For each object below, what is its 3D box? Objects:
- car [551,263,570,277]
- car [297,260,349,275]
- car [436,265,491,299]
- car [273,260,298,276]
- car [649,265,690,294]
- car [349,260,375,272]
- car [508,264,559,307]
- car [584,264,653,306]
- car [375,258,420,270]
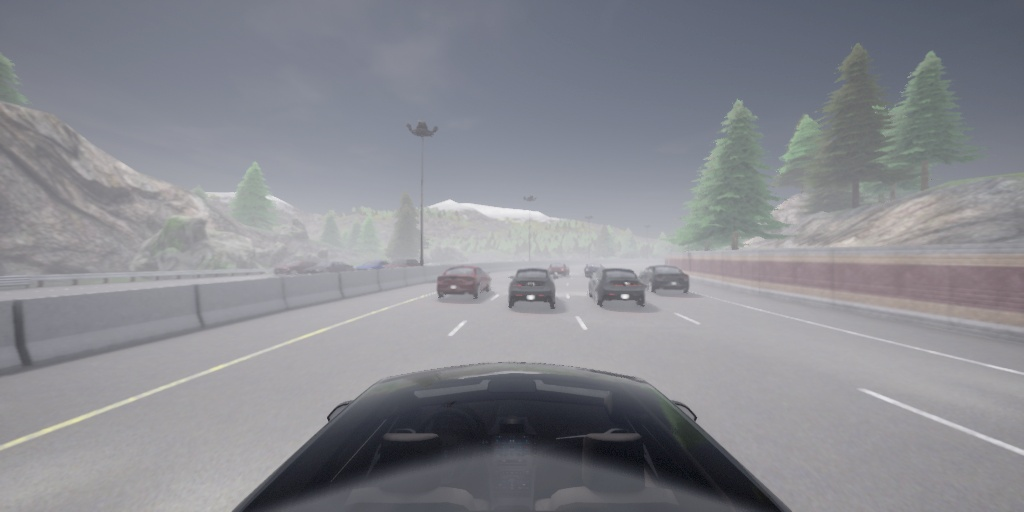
[{"bbox_3d":[4.766,1.353,36.449,1.895,1.301,4.718,0,0,15],"label":"car"},{"bbox_3d":[-17.460,1.205,34.573,2.033,1.411,5.357,0,0,13],"label":"car"},{"bbox_3d":[-2.294,1.209,18.162,1.882,1.535,5.008,0,0,6],"label":"car"},{"bbox_3d":[-20.865,1.120,35.206,1.882,1.535,5.008,0,0,12],"label":"car"},{"bbox_3d":[8.666,1.255,20.851,1.882,1.535,5.008,0,0,8],"label":"car"},{"bbox_3d":[-13.567,1.151,35.808,1.882,1.535,5.008,0,0,13],"label":"car"},{"bbox_3d":[0.927,1.252,15.448,1.837,1.490,4.892,0,0,6],"label":"car"},{"bbox_3d":[4.487,1.267,15.841,1.837,1.490,4.892,0,0,6],"label":"car"},{"bbox_3d":[-10.416,1.040,33.888,2.097,1.767,4.553,0,0,13],"label":"car"}]
